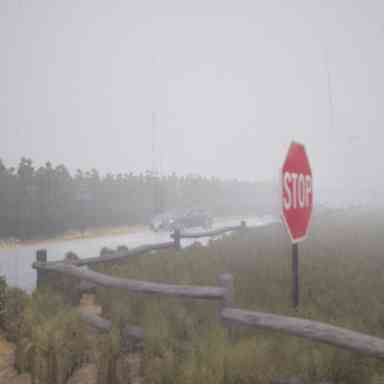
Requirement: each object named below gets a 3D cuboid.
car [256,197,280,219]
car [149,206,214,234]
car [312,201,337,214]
[{"bbox_3d":[8.205,1.464,32.269,2.150,2.045,5.566,-1,-1,36],"label":"car"},{"bbox_3d":[-0.520,1.631,20.230,2.128,1.511,4.902,-1,-1,36],"label":"car"},{"bbox_3d":[13.358,1.697,33.796,2.128,1.511,4.902,-1,-1,36],"label":"car"}]
